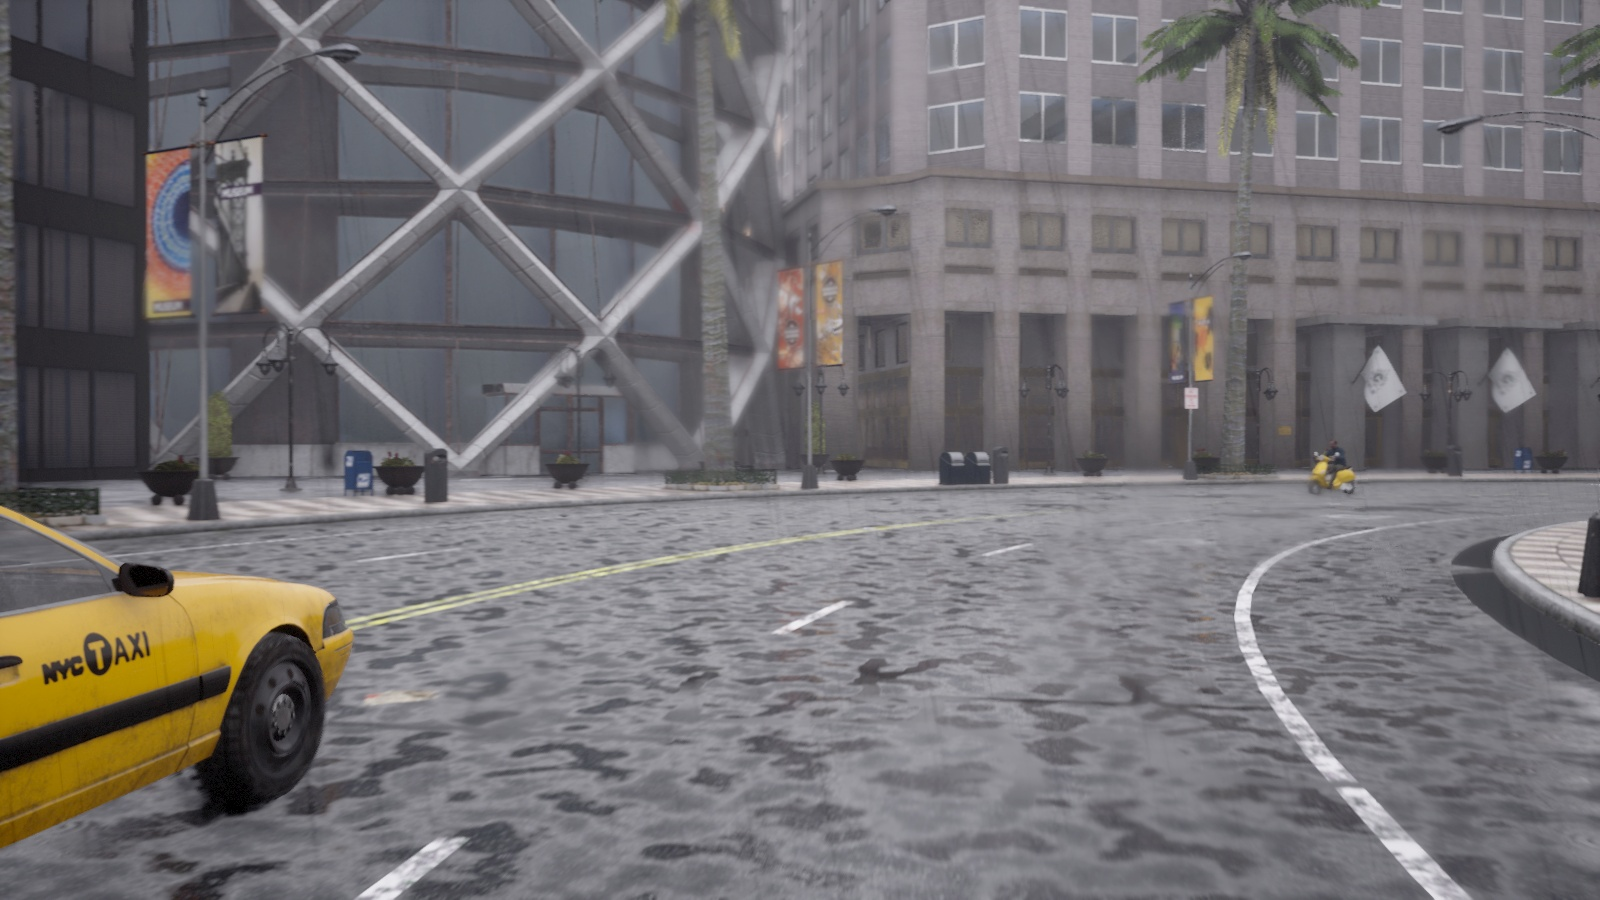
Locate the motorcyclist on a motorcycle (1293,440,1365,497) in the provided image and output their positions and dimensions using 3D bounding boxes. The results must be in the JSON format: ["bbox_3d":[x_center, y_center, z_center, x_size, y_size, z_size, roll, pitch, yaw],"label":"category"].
[{"bbox_3d":[15.177,0.523,36.032,1.817,1.590,0.866,0,1,-24],"label":"motorcyclist on a motorcycle"}]

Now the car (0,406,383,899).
[{"bbox_3d":[-3.200,0.660,3.543,1.801,1.575,5.366,0,0,6],"label":"car"}]
